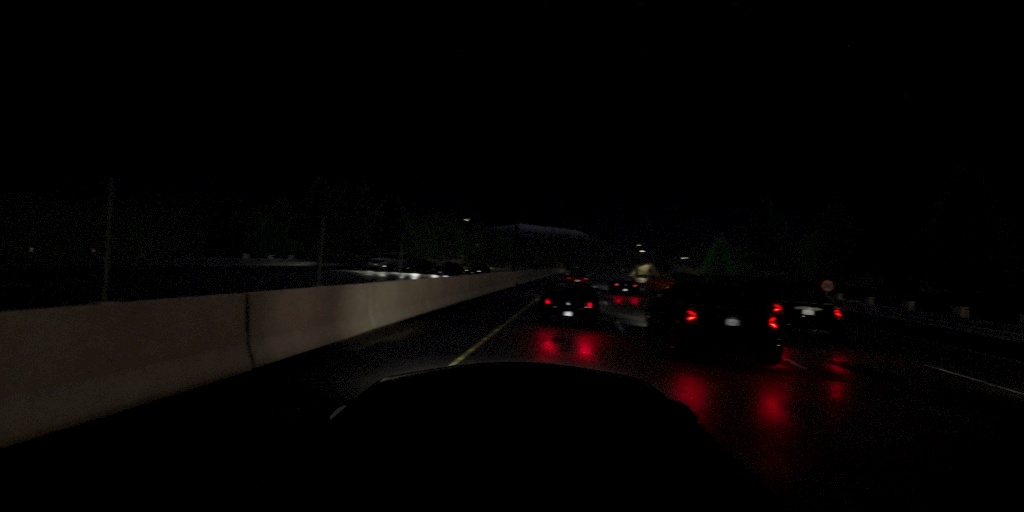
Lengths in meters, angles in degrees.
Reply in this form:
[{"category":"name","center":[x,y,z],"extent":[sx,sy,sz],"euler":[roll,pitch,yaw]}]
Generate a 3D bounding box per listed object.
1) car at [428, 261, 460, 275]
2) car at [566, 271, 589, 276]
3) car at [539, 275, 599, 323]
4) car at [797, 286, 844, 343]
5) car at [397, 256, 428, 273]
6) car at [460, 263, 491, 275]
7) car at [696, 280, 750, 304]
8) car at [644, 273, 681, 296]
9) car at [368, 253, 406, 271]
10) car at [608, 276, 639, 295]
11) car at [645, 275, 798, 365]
[{"category":"car","center":[-6.967,1.376,39.974],"extent":[2.033,1.411,5.357],"euler":[3,-1,11]},{"category":"car","center":[5.588,2.014,30.786],"extent":[1.994,1.385,4.181],"euler":[3,-1,11]},{"category":"car","center":[2.214,1.578,13.486],"extent":[1.895,1.301,4.718],"euler":[3,-1,11]},{"category":"car","center":[9.196,1.744,12.704],"extent":[2.097,1.767,4.553],"euler":[3,-1,11]},{"category":"car","center":[-10.496,1.122,40.152],"extent":[1.837,1.490,4.892],"euler":[3,-1,11]},{"category":"car","center":[-3.632,1.524,38.835],"extent":[1.837,1.490,4.892],"euler":[3,-1,11]},{"category":"car","center":[15.428,2.588,26.493],"extent":[1.895,1.301,4.718],"euler":[3,-1,11]},{"category":"car","center":[12.636,2.357,30.400],"extent":[1.882,1.535,5.008],"euler":[3,-1,11]},{"category":"car","center":[-13.923,0.637,40.746],"extent":[2.150,2.045,5.566],"euler":[3,-1,11]},{"category":"car","center":[8.572,2.187,27.852],"extent":[1.895,1.301,4.718],"euler":[3,-1,11]},{"category":"car","center":[5.030,1.458,9.595],"extent":[2.097,1.767,4.553],"euler":[3,-1,11]}]
